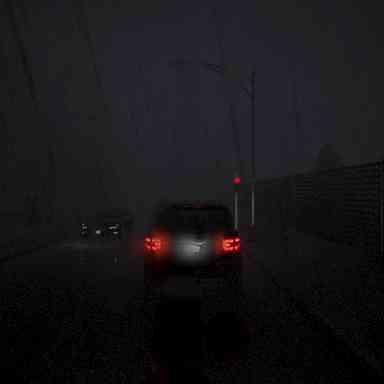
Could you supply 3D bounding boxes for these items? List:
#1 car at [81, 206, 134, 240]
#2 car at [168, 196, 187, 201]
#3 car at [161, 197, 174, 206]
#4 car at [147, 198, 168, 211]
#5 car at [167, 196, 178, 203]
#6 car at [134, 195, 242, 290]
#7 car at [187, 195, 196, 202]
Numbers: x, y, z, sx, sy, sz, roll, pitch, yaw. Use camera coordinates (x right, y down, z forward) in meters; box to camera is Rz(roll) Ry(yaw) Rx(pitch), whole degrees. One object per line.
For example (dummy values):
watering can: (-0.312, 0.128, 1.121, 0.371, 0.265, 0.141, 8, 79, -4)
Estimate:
car: (-4.123, 1.505, 16.974, 1.837, 1.490, 4.892, 0, 0, 0)
car: (-3.815, 1.595, 87.275, 4.718, 1.301, 1.895, 0, 0, 40)
car: (-4.157, 1.601, 57.032, 1.895, 1.301, 4.718, 0, 0, 0)
car: (-4.152, 1.491, 40.783, 2.128, 1.511, 4.902, 0, 0, 0)
car: (-4.089, 1.540, 70.894, 2.033, 1.411, 5.357, 0, 0, 0)
car: (0.032, 1.221, 9.199, 2.150, 2.045, 5.566, 0, 0, 0)
car: (-0.107, 1.478, 77.586, 1.882, 1.535, 5.008, 0, 0, -4)
